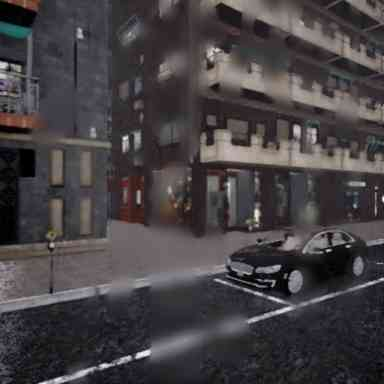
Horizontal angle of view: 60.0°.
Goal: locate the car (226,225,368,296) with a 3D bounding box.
[{"bbox_3d":[2.843,1.569,8.587,4.403,1.369,2.008,0,0,-36],"label":"car"}]
